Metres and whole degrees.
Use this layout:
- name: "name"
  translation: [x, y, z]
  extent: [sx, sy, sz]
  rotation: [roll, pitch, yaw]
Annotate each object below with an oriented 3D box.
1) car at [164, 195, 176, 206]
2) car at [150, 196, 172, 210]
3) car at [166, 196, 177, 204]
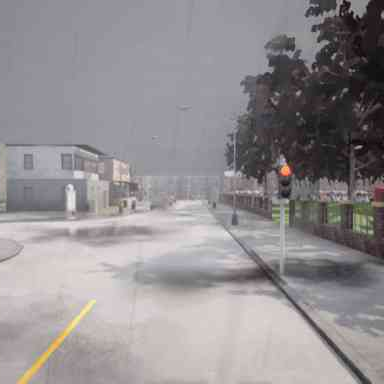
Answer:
- name: "car"
  translation: [-4.083, 1.329, 52.067]
  extent: [2.097, 1.767, 4.553]
  rotation: [0, 0, 0]
- name: "car"
  translation: [-4.092, 1.529, 41.964]
  extent: [2.033, 1.411, 5.357]
  rotation: [0, 0, 0]
- name: "car"
  translation: [-4.033, 1.498, 64.661]
  extent: [1.812, 1.442, 4.674]
  rotation: [0, 0, 1]
